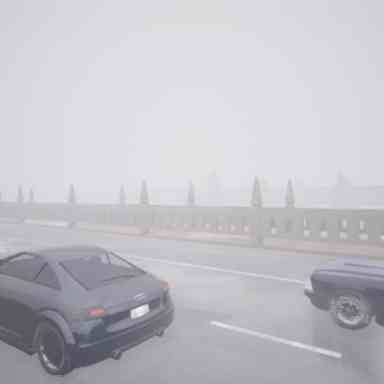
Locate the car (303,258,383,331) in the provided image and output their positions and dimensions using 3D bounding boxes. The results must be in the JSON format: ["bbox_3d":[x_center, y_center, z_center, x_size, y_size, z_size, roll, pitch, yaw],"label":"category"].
[{"bbox_3d":[4.309,1.597,5.218,4.718,1.301,1.895,0,0,36],"label":"car"}]

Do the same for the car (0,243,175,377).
[{"bbox_3d":[-2.336,1.591,5.658,4.181,1.385,1.994,0,0,36],"label":"car"}]
